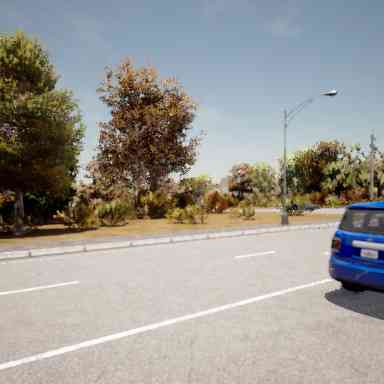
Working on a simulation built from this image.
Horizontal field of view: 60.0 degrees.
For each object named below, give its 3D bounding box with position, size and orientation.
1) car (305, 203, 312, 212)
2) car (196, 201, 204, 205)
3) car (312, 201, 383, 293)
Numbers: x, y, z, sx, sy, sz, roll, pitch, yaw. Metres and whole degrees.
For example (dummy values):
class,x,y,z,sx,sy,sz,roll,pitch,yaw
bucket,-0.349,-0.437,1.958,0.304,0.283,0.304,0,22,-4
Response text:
class,x,y,z,sx,sy,sz,roll,pitch,yaw
car,14.891,1.970,45.708,2.033,1.411,5.357,0,-2,-32
car,1.692,2.899,66.959,2.150,2.045,5.566,0,-3,-32
car,5.431,1.221,7.598,5.566,2.045,2.150,0,0,-35
